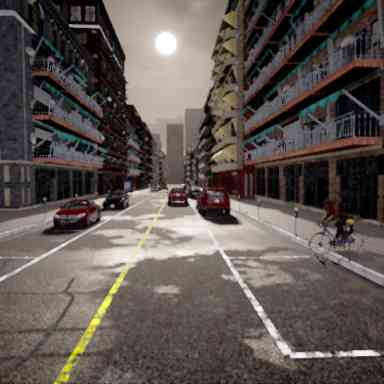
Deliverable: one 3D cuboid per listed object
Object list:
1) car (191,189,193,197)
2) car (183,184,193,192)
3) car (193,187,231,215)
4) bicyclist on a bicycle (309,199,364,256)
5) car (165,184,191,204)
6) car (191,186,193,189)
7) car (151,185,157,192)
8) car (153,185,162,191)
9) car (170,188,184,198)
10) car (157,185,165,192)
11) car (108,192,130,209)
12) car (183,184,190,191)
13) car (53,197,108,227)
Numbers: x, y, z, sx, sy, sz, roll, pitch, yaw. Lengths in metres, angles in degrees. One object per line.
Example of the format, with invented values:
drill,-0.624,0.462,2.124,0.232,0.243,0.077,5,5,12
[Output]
car,1.249,0.663,29.369,2.008,1.369,4.403,-1,2,-3
car,-1.062,-1.061,80.268,2.192,1.841,5.009,-1,2,-3
car,1.504,0.594,23.706,2.192,1.841,5.009,-1,2,-3
bicyclist on a bicycle,4.182,1.015,9.703,1.656,1.620,0.582,-5,2,-2
car,-1.505,0.288,35.689,2.097,1.767,4.553,0,2,-2
car,0.473,0.179,46.338,1.947,1.339,4.313,-1,2,-3
car,-8.932,-0.898,80.147,1.967,1.590,4.097,-1,2,-3
car,-9.448,-1.224,91.433,1.967,1.590,4.097,-1,2,-3
car,-2.109,0.166,48.339,1.895,1.301,4.718,0,2,-2
car,-5.931,-0.902,70.878,1.882,1.535,5.008,0,2,-3
car,-6.606,0.712,29.365,1.947,1.339,4.313,-1,2,-3
car,-1.562,-1.263,91.584,1.967,1.590,4.097,-1,2,-3
car,-6.089,1.062,18.079,1.802,1.307,4.206,-1,2,-3
